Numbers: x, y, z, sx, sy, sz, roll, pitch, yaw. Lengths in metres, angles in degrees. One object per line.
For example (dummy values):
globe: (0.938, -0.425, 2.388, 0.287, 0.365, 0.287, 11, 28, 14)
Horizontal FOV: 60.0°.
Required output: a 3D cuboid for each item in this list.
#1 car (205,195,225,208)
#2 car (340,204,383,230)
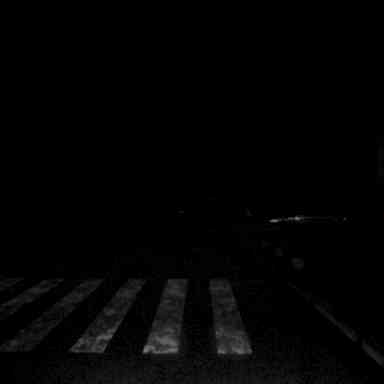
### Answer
car: (2.432, 1.035, 34.355, 4.674, 1.442, 1.812, -4, 2, -36)
car: (11.729, 1.492, 20.374, 5.008, 1.535, 1.882, 0, 0, -5)
